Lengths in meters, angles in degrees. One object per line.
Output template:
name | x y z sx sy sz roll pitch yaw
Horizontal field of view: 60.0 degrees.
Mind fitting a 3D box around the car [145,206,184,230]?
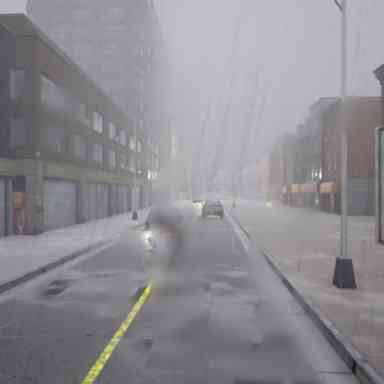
car | -1.639 1.567 20.980 1.994 1.385 4.181 0 0 4

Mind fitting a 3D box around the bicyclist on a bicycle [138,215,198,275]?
bicyclist on a bicycle | -0.661 1.448 8.985 1.656 1.620 0.582 -2 0 4

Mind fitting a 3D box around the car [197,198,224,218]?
car | 1.872 1.496 30.019 2.128 1.511 4.902 0 0 4

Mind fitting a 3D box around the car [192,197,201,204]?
car | 1.139 1.610 64.572 2.033 1.411 5.357 0 0 4

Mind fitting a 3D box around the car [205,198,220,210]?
car | 2.714 1.542 43.503 1.812 1.442 4.674 0 0 3
